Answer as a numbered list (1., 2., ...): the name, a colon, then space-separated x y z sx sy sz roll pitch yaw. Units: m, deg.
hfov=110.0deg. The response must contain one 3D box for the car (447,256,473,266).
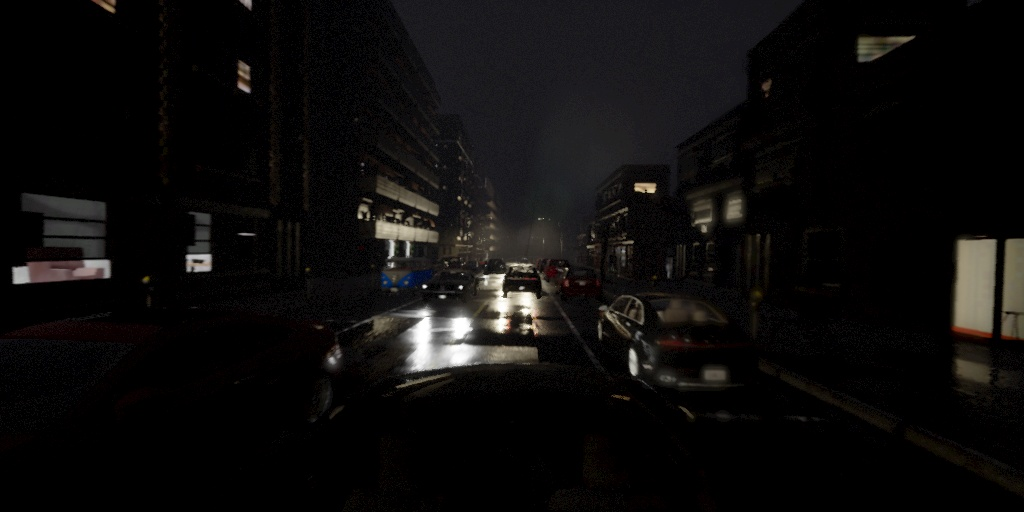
1. car: -4.796 0.955 28.900 2.192 1.841 5.009 0 0 2

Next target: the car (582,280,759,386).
1. car: 2.794 1.359 6.975 2.007 1.370 4.403 0 0 2

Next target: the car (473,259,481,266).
1. car: -4.405 1.196 39.708 2.007 1.370 4.403 0 0 2

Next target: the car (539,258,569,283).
1. car: 3.577 1.134 28.589 2.192 1.841 5.009 0 0 2

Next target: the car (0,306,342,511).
1. car: -3.156 1.208 2.833 1.812 1.442 4.674 1 0 3

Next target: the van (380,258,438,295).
1. van: -5.188 0.976 18.093 1.690 1.789 3.998 0 0 2

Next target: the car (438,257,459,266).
1. car: -4.992 1.077 23.497 1.967 1.591 4.097 0 0 2

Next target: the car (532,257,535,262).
1. car: 4.360 1.144 50.204 2.192 1.841 5.009 0 0 2

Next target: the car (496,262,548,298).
1. car: 0.542 1.249 18.653 2.128 1.511 4.902 1 0 2

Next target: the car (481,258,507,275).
1. car: -1.751 1.052 38.247 2.097 1.767 4.553 1 0 2

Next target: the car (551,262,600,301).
1. car: 3.185 1.253 17.782 1.967 1.591 4.097 0 0 2

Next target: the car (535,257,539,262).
1. car: 3.968 1.139 39.397 2.192 1.841 5.009 0 0 2

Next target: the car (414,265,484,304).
1. car: -2.647 1.290 16.228 1.895 1.301 4.718 1 0 2
